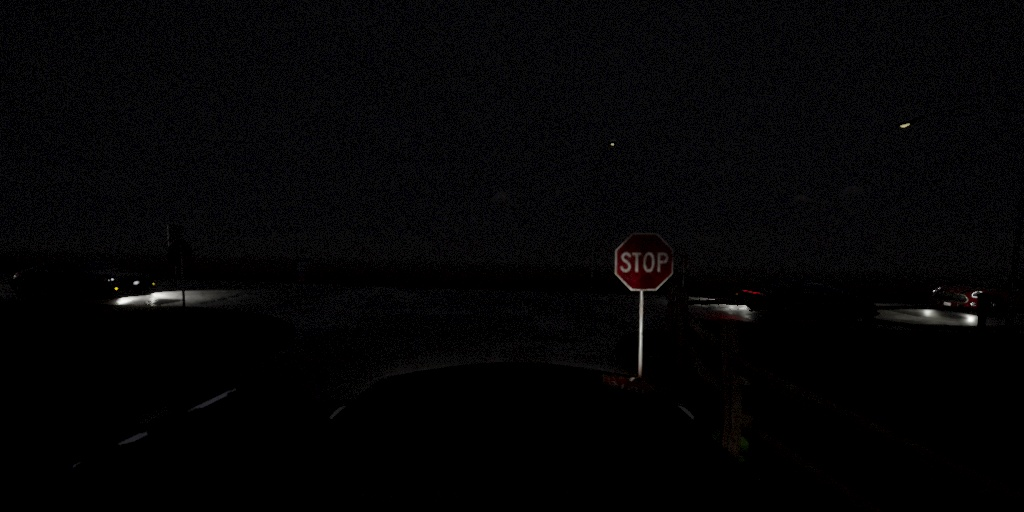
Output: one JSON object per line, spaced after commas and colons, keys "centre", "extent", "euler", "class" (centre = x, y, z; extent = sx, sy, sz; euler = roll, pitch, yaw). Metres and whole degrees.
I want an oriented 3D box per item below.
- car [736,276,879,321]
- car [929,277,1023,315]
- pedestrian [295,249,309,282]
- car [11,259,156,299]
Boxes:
{"centre": [11.740, 1.708, 14.356], "extent": [4.902, 1.511, 2.128], "euler": [2, 3, 0], "class": "car"}
{"centre": [23.171, 1.787, 17.176], "extent": [4.553, 1.767, 2.097], "euler": [2, 3, 0], "class": "car"}
{"centre": [-11.995, 0.526, 20.437], "extent": [0.375, 1.860, 0.375], "euler": [0, 1, 0], "class": "pedestrian"}
{"centre": [-17.196, 0.846, 14.519], "extent": [4.181, 1.385, 1.994], "euler": [2, 3, 0], "class": "car"}
